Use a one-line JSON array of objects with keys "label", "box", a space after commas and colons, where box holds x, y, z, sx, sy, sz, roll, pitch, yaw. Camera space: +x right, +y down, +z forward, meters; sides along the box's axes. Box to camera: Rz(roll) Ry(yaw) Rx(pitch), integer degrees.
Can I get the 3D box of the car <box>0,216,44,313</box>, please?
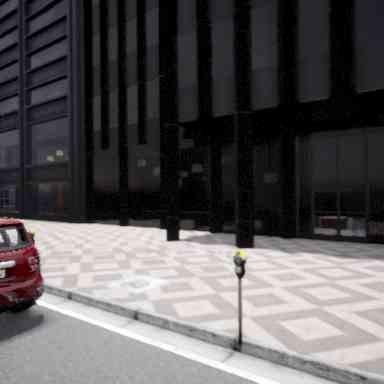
[{"label": "car", "box": [-4.939, 1.393, 6.563, 5.009, 1.841, 2.192, -1, 0, 37]}]
